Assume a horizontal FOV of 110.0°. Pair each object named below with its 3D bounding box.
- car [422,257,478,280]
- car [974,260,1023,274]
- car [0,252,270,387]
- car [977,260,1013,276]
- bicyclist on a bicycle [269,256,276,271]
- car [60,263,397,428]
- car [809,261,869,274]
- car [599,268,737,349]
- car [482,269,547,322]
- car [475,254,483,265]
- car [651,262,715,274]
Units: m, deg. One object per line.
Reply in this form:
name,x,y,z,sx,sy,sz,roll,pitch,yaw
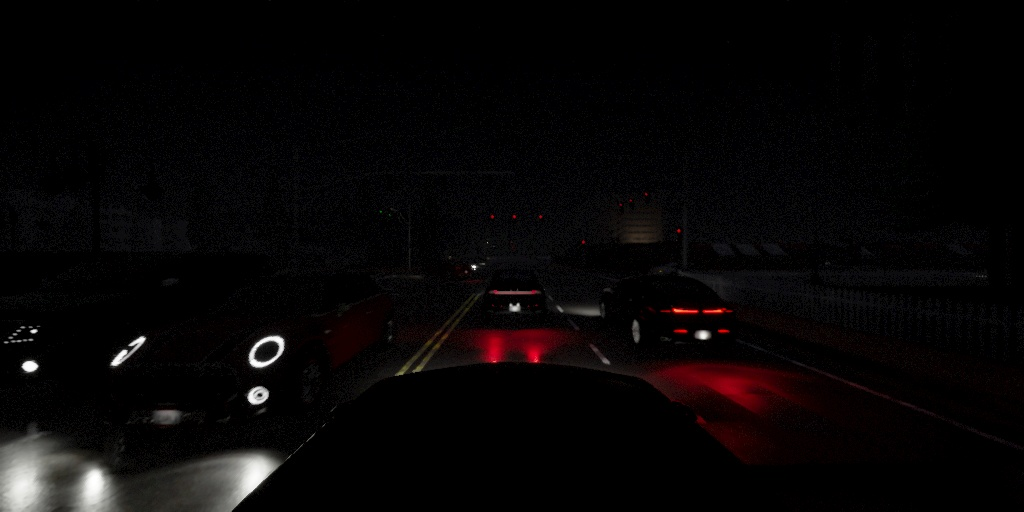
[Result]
car,-5.460,1.074,29.634,5.008,1.535,1.882,0,-1,41
car,51.109,1.121,36.990,4.674,1.442,1.812,0,0,-1
car,-7.085,0.937,7.115,2.150,2.045,5.566,0,1,0
car,46.843,1.125,33.419,5.357,1.411,2.033,0,0,-1
bicyclist on a bicycle,-26.396,0.843,39.292,0.582,1.620,1.656,0,1,-3
car,-3.585,1.080,5.974,2.097,1.767,4.553,0,0,0
car,33.356,1.160,36.631,4.718,1.301,1.895,0,0,-1
car,3.560,1.214,9.073,1.837,1.490,4.892,0,0,0
car,0.076,1.184,12.005,2.128,1.511,4.902,0,0,0
car,-7.043,0.895,64.847,2.128,1.511,4.902,0,0,0
car,12.151,1.145,25.525,4.674,1.442,1.812,0,0,-5
